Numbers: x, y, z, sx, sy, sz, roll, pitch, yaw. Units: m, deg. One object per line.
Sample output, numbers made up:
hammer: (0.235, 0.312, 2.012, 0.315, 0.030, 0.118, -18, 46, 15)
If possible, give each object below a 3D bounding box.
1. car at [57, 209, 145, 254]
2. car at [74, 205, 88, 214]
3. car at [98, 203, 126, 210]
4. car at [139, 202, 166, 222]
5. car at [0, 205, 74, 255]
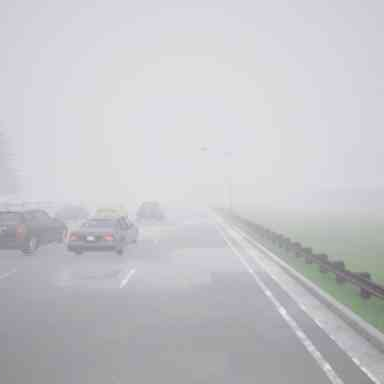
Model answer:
car: (-3.498, 1.679, 13.994, 2.033, 1.411, 5.357, 0, -1, 0)
car: (-10.496, 1.838, 29.331, 1.994, 1.385, 4.181, 0, 0, 0)
car: (-6.994, 1.753, 29.472, 1.882, 1.535, 5.008, 0, 0, 0)
car: (-3.496, 1.622, 29.088, 2.097, 1.767, 4.553, 0, -1, 0)
car: (-6.997, 1.482, 14.089, 2.097, 1.767, 4.553, 0, -1, 0)
